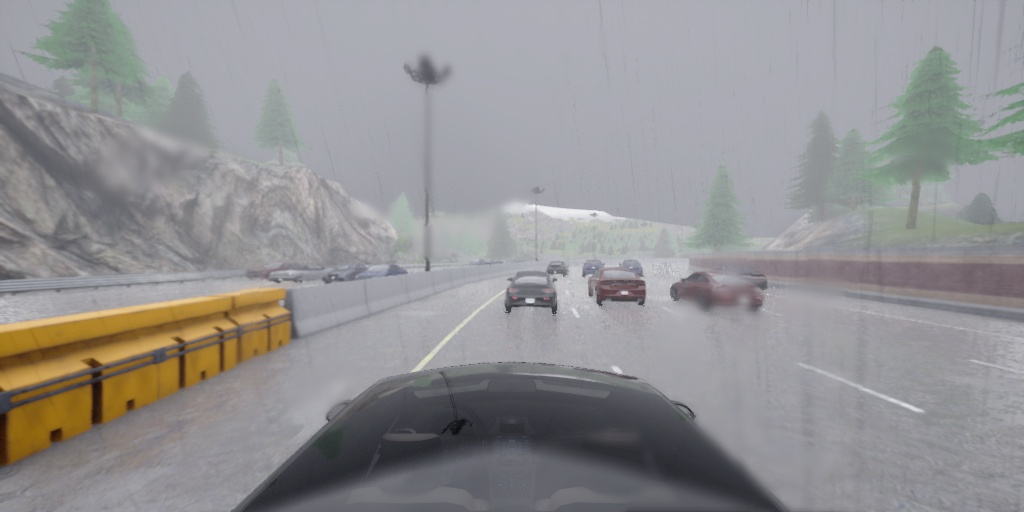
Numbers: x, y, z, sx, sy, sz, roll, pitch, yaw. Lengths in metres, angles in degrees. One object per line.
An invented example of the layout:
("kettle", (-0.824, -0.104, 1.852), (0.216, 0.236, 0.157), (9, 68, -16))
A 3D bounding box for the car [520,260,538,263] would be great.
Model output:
("car", (3.687, 1.342, 64.968), (1.895, 1.301, 4.718), (0, 0, 25))

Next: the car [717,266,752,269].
("car", (12.080, 1.268, 19.906), (2.128, 1.511, 4.902), (0, 0, 8))

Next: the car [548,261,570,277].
("car", (4.643, 1.257, 35.996), (1.837, 1.490, 4.892), (0, 0, 14))

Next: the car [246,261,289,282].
("car", (-18.578, 1.170, 28.707), (1.882, 1.535, 5.008), (0, 0, 10))

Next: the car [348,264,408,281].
("car", (-8.686, 1.246, 24.266), (1.812, 1.442, 4.674), (0, 0, 9))

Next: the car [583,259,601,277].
("car", (8.229, 1.114, 35.899), (2.097, 1.767, 4.553), (0, 0, 14))

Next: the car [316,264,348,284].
("car", (-11.865, 1.275, 26.385), (1.994, 1.385, 4.181), (0, 0, 10))

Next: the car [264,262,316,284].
("car", (-15.411, 1.302, 26.594), (1.895, 1.301, 4.718), (0, 0, 10))

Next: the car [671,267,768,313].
("car", (7.814, 1.293, 14.017), (1.812, 1.442, 4.674), (0, 0, 5))

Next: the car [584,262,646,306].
("car", (4.522, 1.235, 16.014), (1.882, 1.535, 5.008), (0, 0, 6))

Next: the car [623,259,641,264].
("car", (11.898, 1.123, 36.096), (2.097, 1.767, 4.553), (0, 0, 15))

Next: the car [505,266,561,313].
("car", (0.781, 1.274, 13.882), (1.812, 1.442, 4.674), (0, 0, 5))
